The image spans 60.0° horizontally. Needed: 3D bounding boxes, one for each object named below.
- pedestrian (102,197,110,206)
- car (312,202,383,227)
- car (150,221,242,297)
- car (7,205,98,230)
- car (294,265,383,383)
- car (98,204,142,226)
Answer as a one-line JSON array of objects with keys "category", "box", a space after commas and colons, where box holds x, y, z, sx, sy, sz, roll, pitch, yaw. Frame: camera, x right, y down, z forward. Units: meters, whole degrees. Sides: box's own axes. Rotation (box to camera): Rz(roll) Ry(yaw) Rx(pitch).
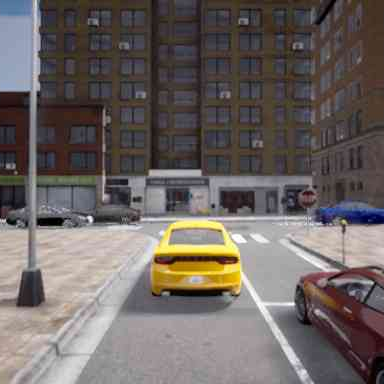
[{"category": "pedestrian", "box": [-6.866, 1.287, 26.301, 0.375, 1.860, 0.375, 0, 0, 0]}, {"category": "car", "box": [9.984, 1.349, 20.388, 5.008, 1.535, 1.882, 0, -1, 0]}, {"category": "car", "box": [0.109, 1.478, 8.647, 1.882, 1.535, 5.008, 0, 0, 1]}, {"category": "car", "box": [-8.695, 1.545, 20.440, 4.902, 1.511, 2.128, -1, -1, 0]}, {"category": "car", "box": [2.643, 1.582, 4.234, 1.802, 1.307, 4.206, 1, 0, 0]}, {"category": "car", "box": [-5.854, 1.605, 23.381, 4.674, 1.442, 1.812, -1, -1, 0]}]
